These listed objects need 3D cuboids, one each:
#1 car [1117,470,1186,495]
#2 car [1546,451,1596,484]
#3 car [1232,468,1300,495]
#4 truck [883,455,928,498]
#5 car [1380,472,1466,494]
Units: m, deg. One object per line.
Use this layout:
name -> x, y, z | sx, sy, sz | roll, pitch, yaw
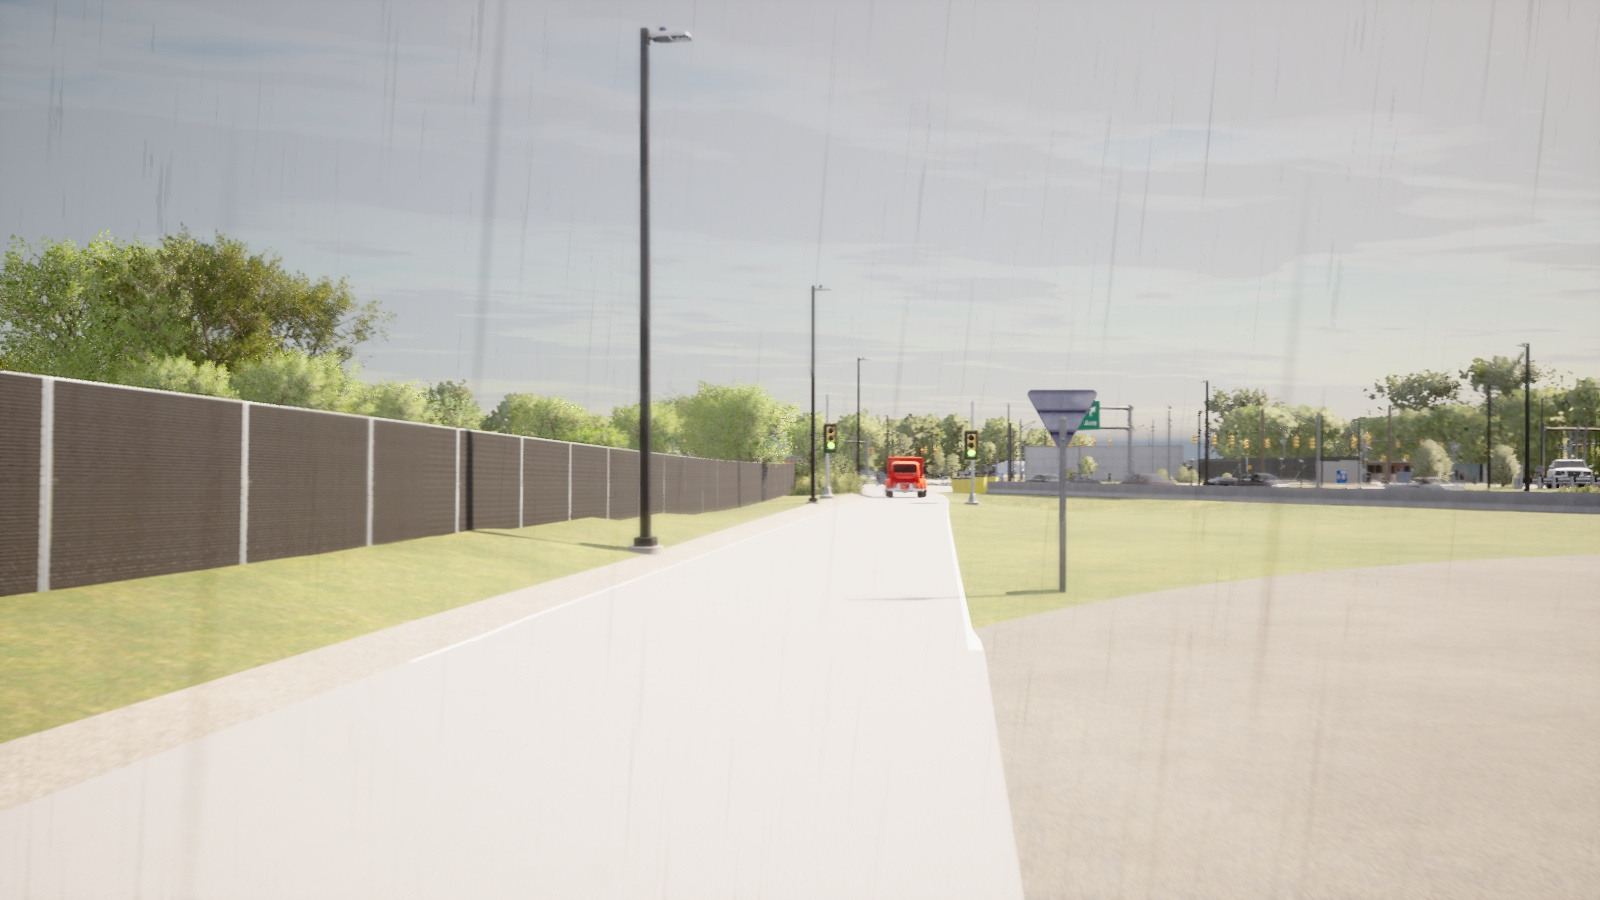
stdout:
car -> 24.051, 2.211, 86.075 | 2.033, 1.649, 4.856 | -1, -1, -20
car -> 50.061, 1.182, 81.675 | 2.150, 2.045, 5.566 | -1, -2, 25
car -> 29.827, 2.015, 80.491 | 1.851, 1.617, 3.988 | -1, -1, -20
truck -> 6.481, 1.611, 76.408 | 2.627, 2.467, 5.204 | 0, -1, 6
car -> 38.380, 2.034, 77.505 | 1.895, 1.301, 4.718 | -1, -1, -20
